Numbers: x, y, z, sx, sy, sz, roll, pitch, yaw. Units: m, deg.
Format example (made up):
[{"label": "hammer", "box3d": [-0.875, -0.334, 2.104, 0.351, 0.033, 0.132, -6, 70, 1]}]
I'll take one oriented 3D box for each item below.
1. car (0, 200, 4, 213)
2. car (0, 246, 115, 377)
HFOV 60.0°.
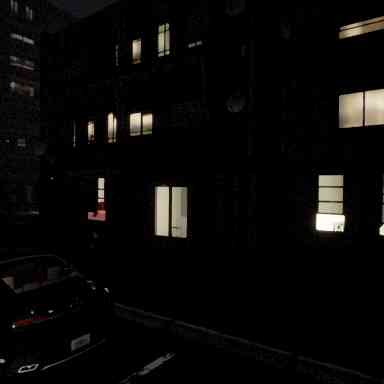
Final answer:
[{"label": "car", "box3d": [-23.287, 1.622, 36.212, 2.008, 1.369, 4.403, 1, 0, 36]}, {"label": "car", "box3d": [-3.103, 1.549, 5.230, 4.403, 1.369, 2.008, 0, 1, 36]}]
